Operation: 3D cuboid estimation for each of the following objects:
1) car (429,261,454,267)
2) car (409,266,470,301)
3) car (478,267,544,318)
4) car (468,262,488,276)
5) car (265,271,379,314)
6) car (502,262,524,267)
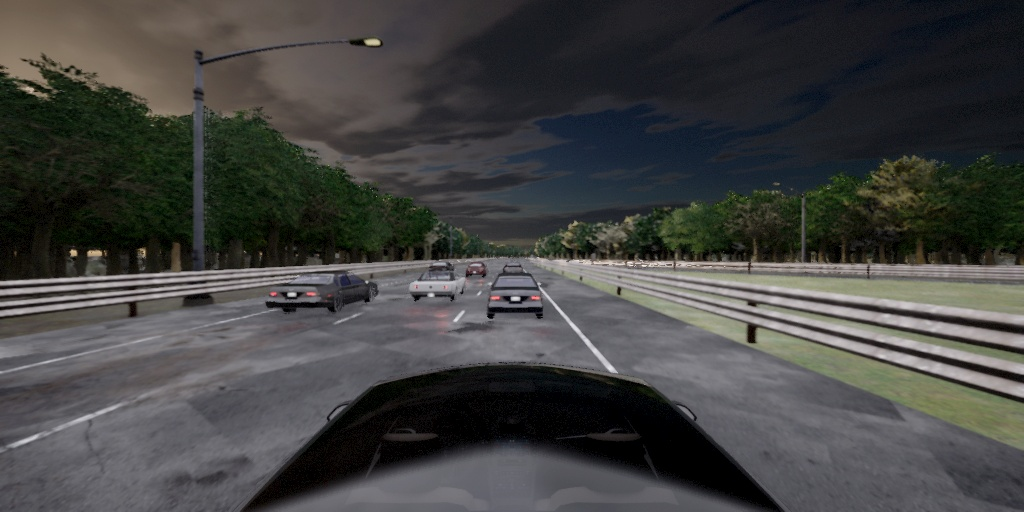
[{"bbox_3d":[-6.897,1.244,35.468,1.882,1.535,5.008,0,0,0],"label":"car"},{"bbox_3d":[-3.401,1.354,17.299,1.895,1.301,4.718,0,0,0],"label":"car"},{"bbox_3d":[0.103,1.299,13.005,2.033,1.411,5.357,0,0,0],"label":"car"},{"bbox_3d":[-3.401,1.296,35.002,1.812,1.442,4.674,0,0,0],"label":"car"},{"bbox_3d":[-6.906,1.279,13.742,2.033,1.411,5.357,0,0,0],"label":"car"},{"bbox_3d":[0.101,1.260,33.803,2.128,1.511,4.902,0,0,0],"label":"car"}]
